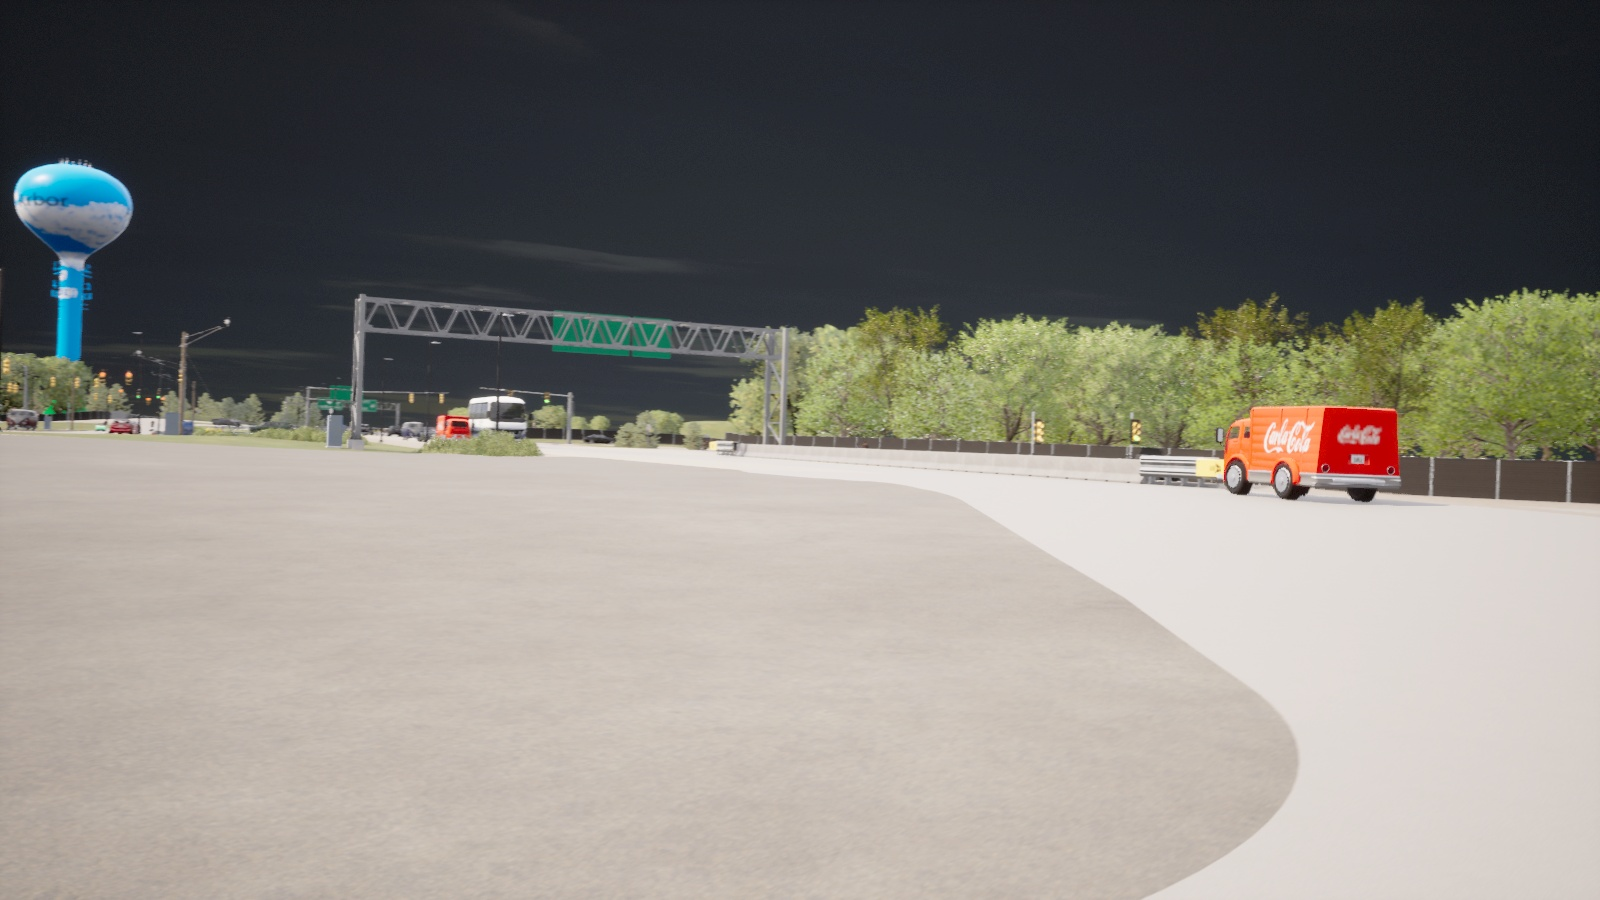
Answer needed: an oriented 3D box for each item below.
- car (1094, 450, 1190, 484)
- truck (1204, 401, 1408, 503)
[{"bbox_3d":[17.595,0.848,64.794,2.007,1.525,4.514,2,1,-33],"label":"car"},{"bbox_3d":[13.458,0.028,33.883,2.627,2.467,5.204,2,0,-11],"label":"truck"}]
